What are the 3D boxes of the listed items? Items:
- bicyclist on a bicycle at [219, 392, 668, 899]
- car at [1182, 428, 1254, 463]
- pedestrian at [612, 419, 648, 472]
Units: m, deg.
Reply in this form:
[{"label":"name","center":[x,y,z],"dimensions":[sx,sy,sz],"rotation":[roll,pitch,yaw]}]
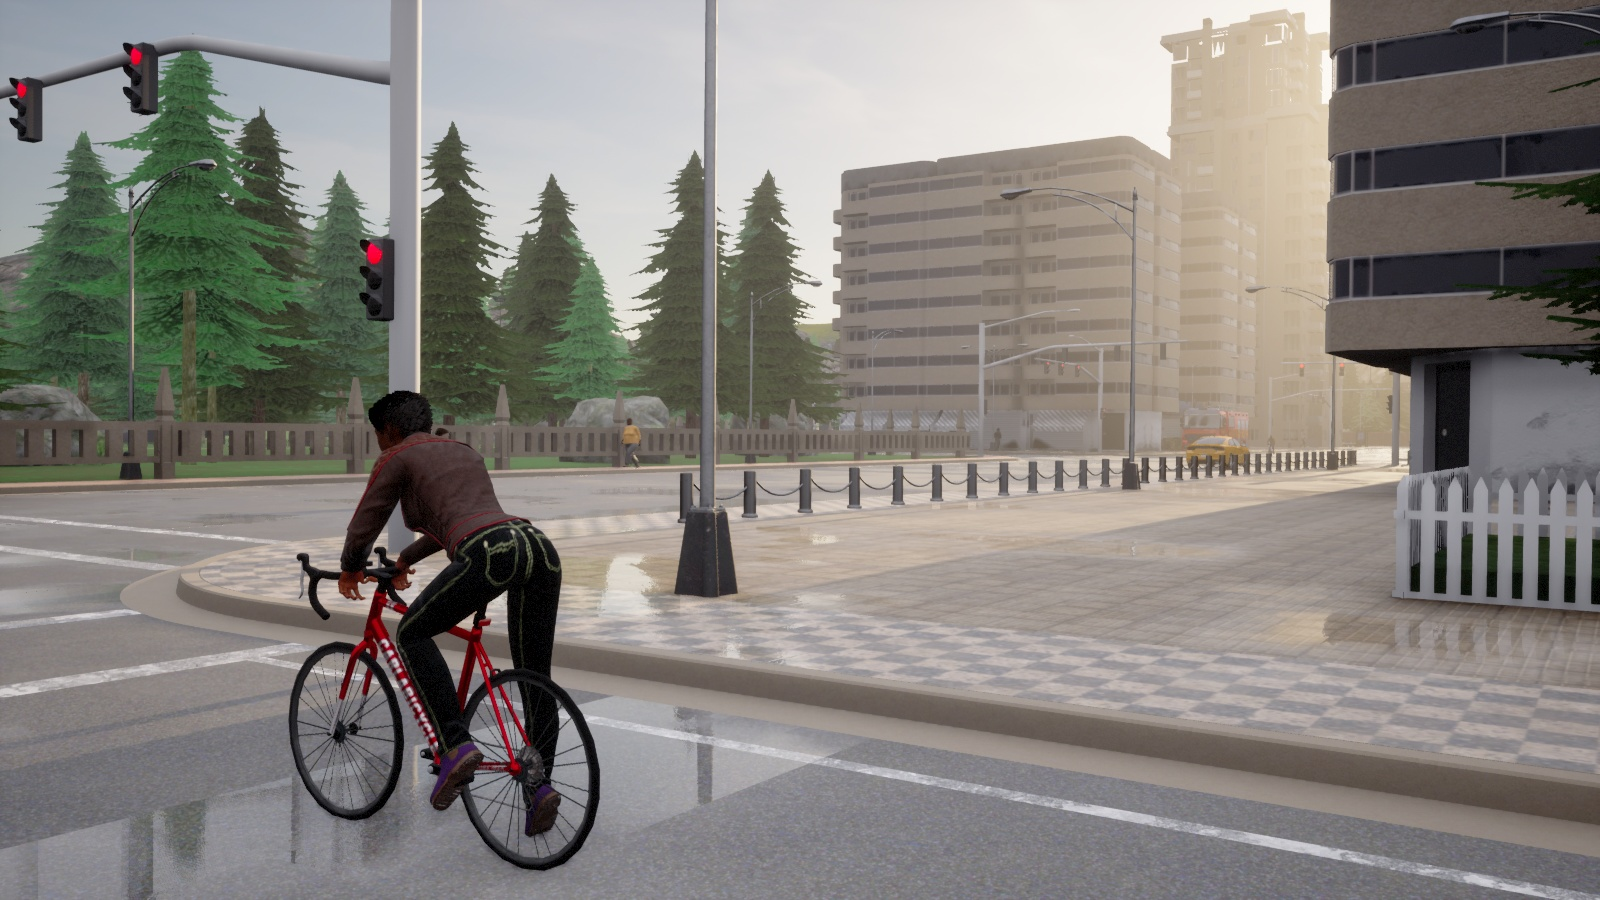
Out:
[{"label":"bicyclist on a bicycle","center":[-1.313,0.635,4.495],"dimensions":[1.656,1.620,0.582],"rotation":[0,1,34]},{"label":"car","center":[19.315,-0.256,57.875],"dimensions":[1.882,1.535,5.008],"rotation":[0,1,34]},{"label":"pedestrian","center":[-6.040,-0.164,44.567],"dimensions":[0.874,1.855,0.900],"rotation":[0,1,33]}]
